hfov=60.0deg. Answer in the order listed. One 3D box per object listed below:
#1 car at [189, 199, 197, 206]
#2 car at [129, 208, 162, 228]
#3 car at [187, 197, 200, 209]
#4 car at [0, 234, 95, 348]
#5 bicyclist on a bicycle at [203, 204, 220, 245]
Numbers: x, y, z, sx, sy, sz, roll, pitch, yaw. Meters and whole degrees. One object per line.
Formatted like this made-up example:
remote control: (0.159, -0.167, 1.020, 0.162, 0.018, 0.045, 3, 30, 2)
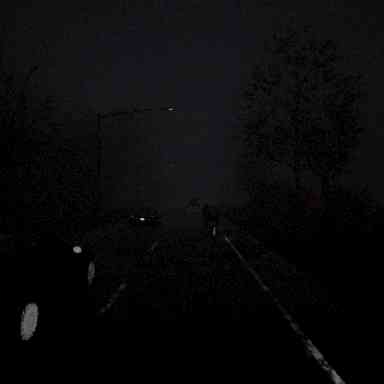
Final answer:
car: (0.225, 2.325, 73.834, 1.812, 1.442, 4.674, 0, -1, 0)
car: (-3.325, 1.831, 24.409, 1.994, 1.385, 4.181, 0, -1, 0)
car: (0.277, 1.859, 58.878, 2.150, 2.045, 5.566, 0, -1, 0)
car: (-3.377, 1.551, 6.435, 1.882, 1.535, 5.008, 0, -1, 0)
bicyclist on a bicycle: (1.016, 1.540, 15.734, 0.659, 1.776, 1.843, 0, 0, 0)
